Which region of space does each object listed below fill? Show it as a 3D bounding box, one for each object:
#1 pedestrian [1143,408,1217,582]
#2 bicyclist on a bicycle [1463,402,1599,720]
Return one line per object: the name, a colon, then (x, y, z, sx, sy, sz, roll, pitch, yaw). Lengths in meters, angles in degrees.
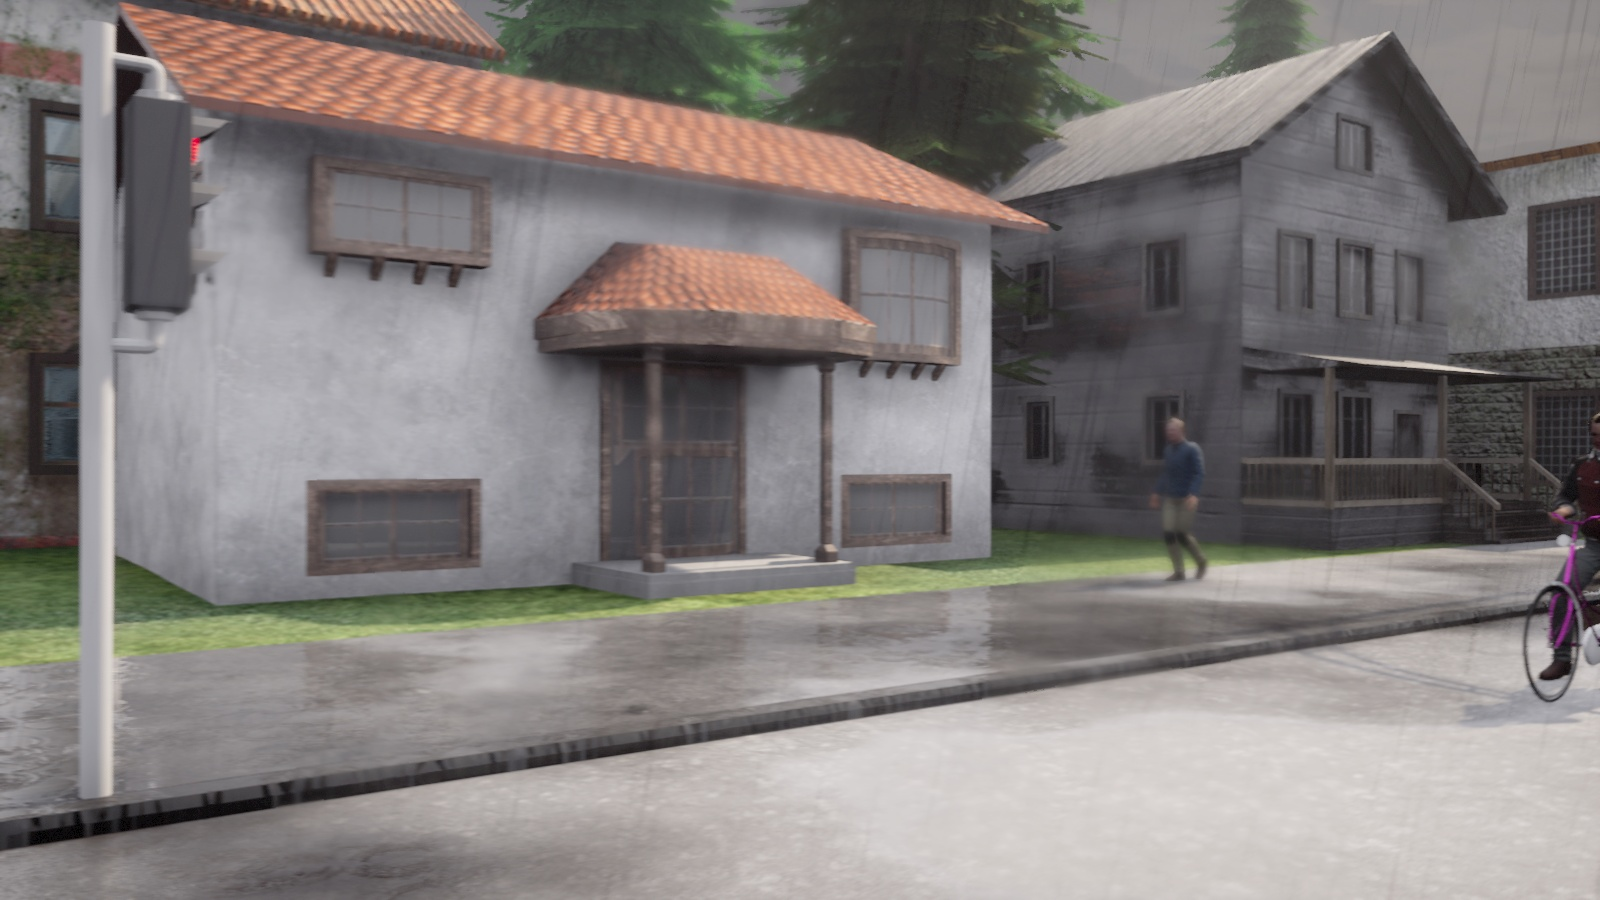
pedestrian: (4.128, 0.480, 13.649, 0.726, 1.842, 0.402, 0, 0, -35)
bicyclist on a bicycle: (4.931, 0.624, 7.827, 1.843, 1.776, 0.659, 0, 0, -36)
